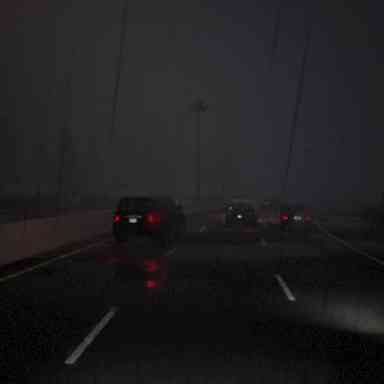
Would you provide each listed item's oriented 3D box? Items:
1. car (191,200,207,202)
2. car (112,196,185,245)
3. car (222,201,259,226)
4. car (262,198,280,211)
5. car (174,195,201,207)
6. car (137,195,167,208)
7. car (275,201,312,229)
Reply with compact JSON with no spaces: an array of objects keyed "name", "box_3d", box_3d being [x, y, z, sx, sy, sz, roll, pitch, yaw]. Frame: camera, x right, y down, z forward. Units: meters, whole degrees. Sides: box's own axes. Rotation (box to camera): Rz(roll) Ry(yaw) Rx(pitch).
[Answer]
[{"name":"car","box_3d":[2.081,1.474,47.913,1.812,1.442,4.674,0,0,29]},{"name":"car","box_3d":[-1.824,1.198,15.558,2.150,2.045,5.566,0,0,10]},{"name":"car","box_3d":[3.562,1.546,23.252,1.994,1.385,4.181,0,0,15]},{"name":"car","box_3d":[9.508,1.473,39.013,2.128,1.511,4.902,0,0,25]},{"name":"car","box_3d":[-0.568,1.290,50.335,2.097,1.767,4.553,0,0,30]},{"name":"car","box_3d":[-5.725,1.278,47.995,2.097,1.767,4.553,0,0,27]},{"name":"car","box_3d":[6.600,1.540,21.432,2.033,1.411,5.357,0,0,15]}]
